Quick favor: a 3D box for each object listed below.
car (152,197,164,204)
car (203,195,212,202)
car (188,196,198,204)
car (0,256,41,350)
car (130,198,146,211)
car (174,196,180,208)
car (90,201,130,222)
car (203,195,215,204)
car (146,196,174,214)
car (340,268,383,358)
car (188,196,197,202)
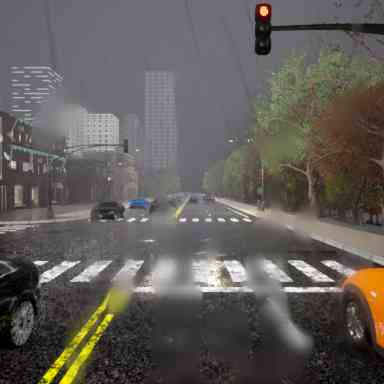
[{"bbox_3d":[-6.408,1.577,63.258,1.895,1.301,4.718,0,0,1],"label":"car"},{"bbox_3d":[3.427,1.447,74.861,1.882,1.535,5.008,0,0,0],"label":"car"},{"bbox_3d":[0.248,1.523,64.421,2.033,1.411,5.357,0,0,1],"label":"car"},{"bbox_3d":[-3.342,1.491,3.415,2.128,1.511,4.902,0,0,0],"label":"car"},{"bbox_3d":[-6.505,1.463,41.384,1.882,1.535,5.008,0,0,0],"label":"car"},{"bbox_3d":[-3.237,1.547,47.744,1.994,1.385,4.181,0,0,0],"label":"car"},{"bbox_3d":[-6.538,1.470,26.311,1.882,1.535,5.008,0,0,0],"label":"car"},{"bbox_3d":[3.498,1.467,64.696,2.128,1.511,4.902,0,0,0],"label":"car"},{"bbox_3d":[-3.271,1.467,34.845,1.882,1.535,5.008,0,0,0],"label":"car"},{"bbox_3d":[3.359,1.351,3.381,2.097,1.767,4.553,0,0,0],"label":"car"},{"bbox_3d":[0.177,1.565,74.914,1.895,1.301,4.718,0,0,0],"label":"car"}]
